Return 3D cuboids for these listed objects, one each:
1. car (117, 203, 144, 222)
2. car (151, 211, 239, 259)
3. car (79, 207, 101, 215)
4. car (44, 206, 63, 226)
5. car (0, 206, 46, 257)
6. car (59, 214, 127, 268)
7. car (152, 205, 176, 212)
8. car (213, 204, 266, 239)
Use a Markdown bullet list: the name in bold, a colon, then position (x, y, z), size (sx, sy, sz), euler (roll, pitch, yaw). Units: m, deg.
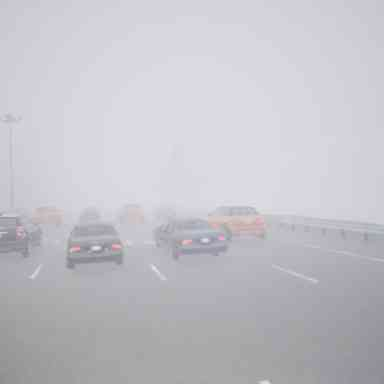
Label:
- **car**: position (-5.813, 1.851, 31.029), size (2.097, 1.767, 4.553), euler (-1, -1, -17)
- **car**: position (-0.289, 1.704, 13.485), size (2.033, 1.411, 5.357), euler (-1, -1, -17)
- **car**: position (-9.588, 2.134, 31.395), size (1.812, 1.442, 4.674), euler (-1, 0, -17)
- **car**: position (-12.484, 2.012, 28.914), size (2.097, 1.767, 4.553), euler (-1, -1, -17)
- **car**: position (-7.930, 1.730, 14.508), size (2.097, 1.767, 4.553), euler (-1, -1, -17)
- **car**: position (-3.621, 1.784, 12.416), size (2.033, 1.411, 5.357), euler (-1, -1, -17)
- **car**: position (-2.822, 2.006, 33.220), size (1.994, 1.385, 4.181), euler (-1, -1, -17)
- **car**: position (2.044, 1.489, 17.780), size (2.097, 1.767, 4.553), euler (-1, -1, -17)
